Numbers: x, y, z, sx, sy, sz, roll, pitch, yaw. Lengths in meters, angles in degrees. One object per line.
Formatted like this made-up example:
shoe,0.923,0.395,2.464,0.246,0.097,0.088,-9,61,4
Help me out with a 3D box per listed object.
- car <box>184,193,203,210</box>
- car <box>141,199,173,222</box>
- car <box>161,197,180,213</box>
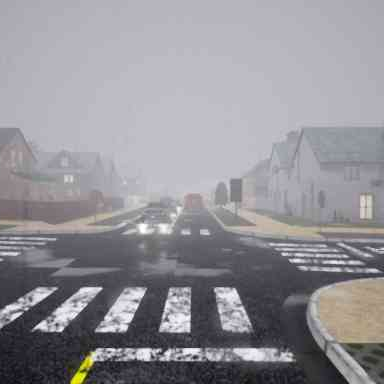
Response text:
car,0.223,1.184,41.508,2.150,2.045,5.566,0,0,0
car,-2.771,1.505,26.013,1.812,1.442,4.674,0,0,0
car,-2.738,1.322,36.121,2.097,1.767,4.553,0,0,0
